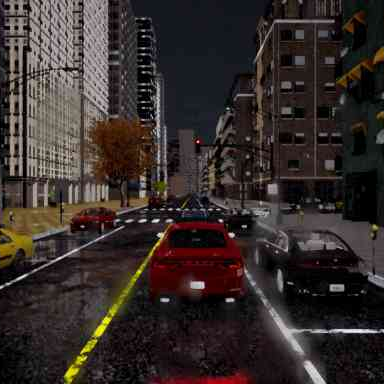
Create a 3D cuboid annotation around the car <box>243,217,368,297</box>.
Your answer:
[{"bbox_3d":[2.703,1.551,8.372,2.008,1.369,4.403,0,0,0],"label":"car"}]

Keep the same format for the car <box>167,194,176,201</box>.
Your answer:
[{"bbox_3d":[-5.537,1.405,90.500,2.192,1.841,5.009,0,0,0],"label":"car"}]

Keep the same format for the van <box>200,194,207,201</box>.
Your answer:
[{"bbox_3d":[2.835,1.420,84.964,1.690,1.788,3.998,0,0,0],"label":"van"}]

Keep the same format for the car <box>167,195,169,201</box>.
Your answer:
[{"bbox_3d":[-5.593,1.604,57.363,1.947,1.339,4.313,0,0,0],"label":"car"}]

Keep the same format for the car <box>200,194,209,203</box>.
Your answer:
[{"bbox_3d":[2.816,1.626,73.917,1.947,1.339,4.313,0,0,0],"label":"car"}]

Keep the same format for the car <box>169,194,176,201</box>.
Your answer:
[{"bbox_3d":[-5.546,1.645,84.978,1.947,1.339,4.313,0,0,0],"label":"car"}]

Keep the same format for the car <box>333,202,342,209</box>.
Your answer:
[{"bbox_3d":[18.889,1.257,38.870,4.829,1.417,1.752,-1,1,0],"label":"car"}]

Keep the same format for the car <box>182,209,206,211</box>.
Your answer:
[{"bbox_3d":[0.118,1.604,18.369,1.895,1.301,4.718,0,0,0],"label":"car"}]

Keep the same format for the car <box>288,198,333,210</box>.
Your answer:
[{"bbox_3d":[13.492,1.357,38.825,4.403,1.369,2.008,-1,1,0],"label":"car"}]

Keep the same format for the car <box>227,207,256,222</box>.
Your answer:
[{"bbox_3d":[2.722,1.554,19.438,2.008,1.369,4.403,0,0,0],"label":"car"}]

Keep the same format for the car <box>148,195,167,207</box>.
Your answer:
[{"bbox_3d":[-5.603,1.347,51.841,2.192,1.841,5.009,0,0,0],"label":"car"}]

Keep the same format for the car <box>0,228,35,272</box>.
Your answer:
[{"bbox_3d":[-5.677,1.526,8.217,1.752,1.417,4.829,0,0,0],"label":"car"}]

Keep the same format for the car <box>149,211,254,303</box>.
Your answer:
[{"bbox_3d":[0.105,1.478,8.278,1.882,1.535,5.008,0,0,0],"label":"car"}]

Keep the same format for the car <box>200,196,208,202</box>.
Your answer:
[{"bbox_3d":[2.826,1.595,79.610,1.752,1.417,4.829,0,0,0],"label":"car"}]

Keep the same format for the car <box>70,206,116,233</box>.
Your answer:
[{"bbox_3d":[-5.658,1.548,19.452,1.887,1.381,4.507,0,0,0],"label":"car"}]
